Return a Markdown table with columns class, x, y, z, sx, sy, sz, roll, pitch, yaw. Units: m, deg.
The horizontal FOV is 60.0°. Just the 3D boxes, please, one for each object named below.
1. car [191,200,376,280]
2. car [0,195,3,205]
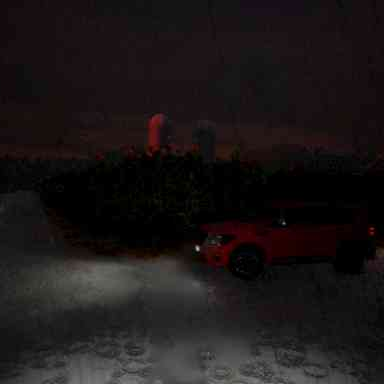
| class | x | y | z | sx | sy | sz | roll | pitch | yaw |
| --- | --- | --- | --- | --- | --- | --- | --- | --- | --- |
| car | 2.807 | 1.284 | 10.052 | 5.566 | 2.045 | 2.150 | 2 | 0 | -17 |
| car | -22.153 | 0.766 | 36.766 | 2.128 | 1.511 | 4.902 | 2 | 0 | -25 |
